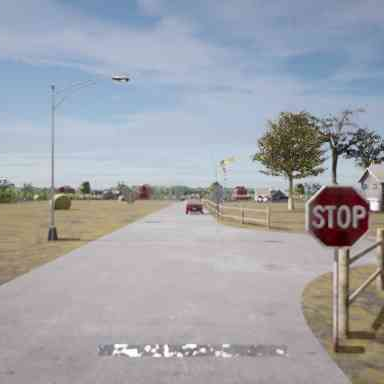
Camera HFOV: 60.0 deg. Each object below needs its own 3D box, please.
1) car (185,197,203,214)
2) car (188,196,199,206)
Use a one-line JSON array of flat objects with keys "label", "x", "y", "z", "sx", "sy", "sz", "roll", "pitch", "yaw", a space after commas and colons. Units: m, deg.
[{"label": "car", "x": 0.269, "y": 1.694, "z": 38.967, "sx": 1.882, "sy": 1.535, "sz": 5.008, "roll": 0, "pitch": 0, "yaw": 0}, {"label": "car", "x": 0.330, "y": 1.818, "z": 70.929, "sx": 2.150, "sy": 2.045, "sz": 5.566, "roll": 0, "pitch": -1, "yaw": 0}]
